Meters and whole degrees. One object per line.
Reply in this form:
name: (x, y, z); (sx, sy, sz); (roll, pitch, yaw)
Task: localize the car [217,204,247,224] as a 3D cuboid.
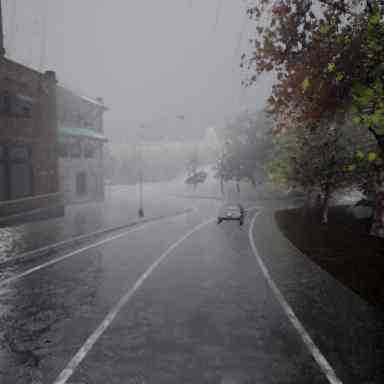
car: (3.067, 1.586, 25.124); (2.033, 1.411, 5.357); (1, 0, 12)
